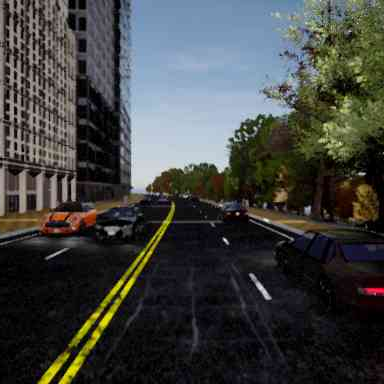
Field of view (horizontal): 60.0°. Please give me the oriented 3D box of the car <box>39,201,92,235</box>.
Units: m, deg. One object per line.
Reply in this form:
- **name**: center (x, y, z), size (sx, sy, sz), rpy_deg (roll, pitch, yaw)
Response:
- **car**: center (-6.748, 1.344, 18.749), size (2.097, 1.767, 4.553), rpy_deg (0, 0, -1)

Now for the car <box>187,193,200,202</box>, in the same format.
- **car**: center (0.570, 1.508, 74.269), size (1.994, 1.385, 4.181), rpy_deg (0, 0, -4)

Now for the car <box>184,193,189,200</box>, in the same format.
- **car**: center (-0.325, 1.493, 85.289), size (1.994, 1.385, 4.181), rpy_deg (0, 0, -5)

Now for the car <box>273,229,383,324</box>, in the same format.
- **car**: center (3.333, 1.544, 7.485), size (2.033, 1.411, 5.357), rpy_deg (0, 0, 0)

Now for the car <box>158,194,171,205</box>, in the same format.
- **car**: center (-4.850, 1.512, 57.031), size (2.033, 1.411, 5.357), rpy_deg (0, 0, -3)

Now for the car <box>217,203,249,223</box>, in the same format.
- **car**: center (3.075, 1.536, 25.399), size (2.033, 1.411, 5.357), rpy_deg (0, 0, -1)

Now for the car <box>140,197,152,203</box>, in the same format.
- **car**: center (-8.269, 1.564, 60.035), size (1.895, 1.301, 4.718), rpy_deg (0, 0, -3)

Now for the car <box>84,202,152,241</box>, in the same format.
- **car**: center (-3.463, 1.485, 16.614), size (2.128, 1.511, 4.902), rpy_deg (0, 0, -1)
